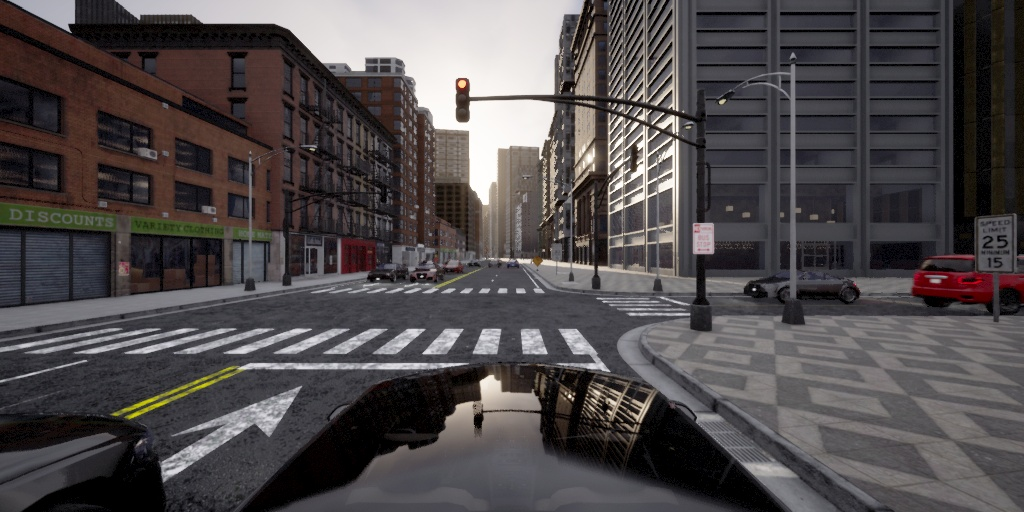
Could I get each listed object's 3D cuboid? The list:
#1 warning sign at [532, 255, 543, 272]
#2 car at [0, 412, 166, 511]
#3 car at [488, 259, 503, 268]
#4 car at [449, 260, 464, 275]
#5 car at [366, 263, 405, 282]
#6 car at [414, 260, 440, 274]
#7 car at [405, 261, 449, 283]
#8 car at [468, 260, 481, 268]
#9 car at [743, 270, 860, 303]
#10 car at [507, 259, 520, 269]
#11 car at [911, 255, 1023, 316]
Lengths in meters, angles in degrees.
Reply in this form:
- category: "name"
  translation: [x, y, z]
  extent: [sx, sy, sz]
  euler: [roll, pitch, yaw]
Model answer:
- category: "warning sign"
  translation: [2.936, 0.846, 41.266]
  extent: [1.300, 1.860, 1.060]
  euler: [0, 0, 0]
- category: "car"
  translation: [-3.153, 1.241, 0.275]
  extent: [2.128, 1.511, 4.902]
  euler: [0, 0, 0]
- category: "car"
  translation: [-3.019, 1.203, 61.377]
  extent: [2.128, 1.511, 4.902]
  euler: [0, 0, 0]
- category: "car"
  translation: [-6.518, 1.210, 39.454]
  extent: [1.882, 1.535, 5.008]
  euler: [0, 0, 0]
- category: "car"
  translation: [-9.792, 1.290, 28.853]
  extent: [2.033, 1.411, 5.357]
  euler: [0, 0, 0]
- category: "car"
  translation: [-9.763, 1.256, 41.581]
  extent: [1.812, 1.442, 4.674]
  euler: [0, 0, 1]
- category: "car"
  translation: [-6.542, 1.307, 28.030]
  extent: [1.994, 1.385, 4.181]
  euler: [0, 0, 0]
- category: "car"
  translation: [-6.384, 1.312, 61.599]
  extent: [1.895, 1.301, 4.718]
  euler: [0, 0, 0]
- category: "car"
  translation: [12.892, 1.327, 16.131]
  extent: [4.181, 1.385, 1.994]
  euler: [0, 0, 0]
- category: "car"
  translation: [0.164, 1.240, 57.349]
  extent: [1.812, 1.442, 4.674]
  euler: [0, 0, 1]
- category: "car"
  translation: [17.918, 0.985, 12.892]
  extent: [5.566, 2.045, 2.150]
  euler: [0, 0, 0]
